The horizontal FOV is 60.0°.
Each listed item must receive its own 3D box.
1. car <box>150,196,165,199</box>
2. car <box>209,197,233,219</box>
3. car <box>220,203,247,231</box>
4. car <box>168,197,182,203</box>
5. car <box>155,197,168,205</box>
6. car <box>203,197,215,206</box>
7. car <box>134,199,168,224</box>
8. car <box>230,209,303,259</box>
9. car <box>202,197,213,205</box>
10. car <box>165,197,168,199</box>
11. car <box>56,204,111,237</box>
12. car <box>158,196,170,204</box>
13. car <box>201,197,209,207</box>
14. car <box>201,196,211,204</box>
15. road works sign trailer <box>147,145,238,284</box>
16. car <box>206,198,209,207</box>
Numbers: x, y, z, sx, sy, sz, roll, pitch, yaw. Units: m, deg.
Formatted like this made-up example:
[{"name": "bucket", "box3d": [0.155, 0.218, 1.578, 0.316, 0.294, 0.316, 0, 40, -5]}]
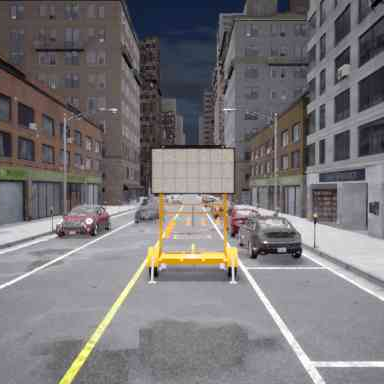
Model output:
[{"name": "car", "box3d": [-5.693, 1.459, 50.984, 1.967, 1.590, 4.097, -1, 0, 0]}, {"name": "car", "box3d": [2.797, 1.445, 28.950, 1.967, 1.590, 4.097, -1, 0, 0]}, {"name": "car", "box3d": [2.781, 1.546, 17.940, 1.887, 1.381, 4.507, -1, 0, 0]}, {"name": "car", "box3d": [-2.897, 1.629, 61.598, 1.895, 1.301, 4.718, 0, 0, 0]}, {"name": "car", "box3d": [-5.674, 1.579, 61.995, 2.008, 1.369, 4.403, -1, 0, 0]}, {"name": "car", "box3d": [2.842, 1.568, 56.476, 1.887, 1.381, 4.507, -1, 0, 0]}, {"name": "car", "box3d": [-3.060, 1.508, 24.759, 1.837, 1.490, 4.892, 0, 0, 0]}, {"name": "car", "box3d": [2.772, 1.550, 12.434, 2.008, 1.369, 4.403, -1, 0, 0]}, {"name": "car", "box3d": [2.851, 1.573, 61.981, 1.887, 1.381, 4.507, -1, 0, 0]}, {"name": "car", "box3d": [-5.683, 1.589, 56.490, 1.947, 1.339, 4.313, -1, 0, 0]}, {"name": "car", "box3d": [-5.745, 1.441, 17.954, 1.967, 1.590, 4.097, -1, 0, 0]}, {"name": "car", "box3d": [-5.666, 1.578, 67.500, 1.887, 1.381, 4.507, -1, 0, 0]}, {"name": "car", "box3d": [2.833, 1.585, 50.971, 1.947, 1.339, 4.313, -1, 0, 0]}, {"name": "car", "box3d": [2.859, 1.578, 67.486, 1.887, 1.381, 4.507, -1, 0, 0]}, {"name": "road works sign trailer", "box3d": [0.028, 0.464, 9.577, 2.380, 3.560, 2.880, 0, 0, 0]}, {"name": "car", "box3d": [2.807, 1.553, 34.455, 1.887, 1.381, 4.507, -1, 0, 0]}]
